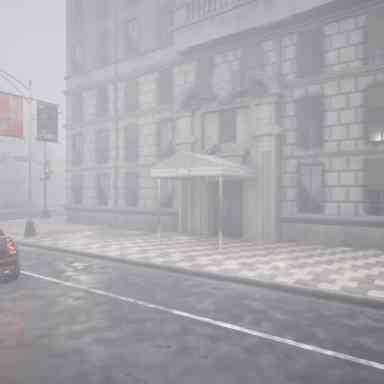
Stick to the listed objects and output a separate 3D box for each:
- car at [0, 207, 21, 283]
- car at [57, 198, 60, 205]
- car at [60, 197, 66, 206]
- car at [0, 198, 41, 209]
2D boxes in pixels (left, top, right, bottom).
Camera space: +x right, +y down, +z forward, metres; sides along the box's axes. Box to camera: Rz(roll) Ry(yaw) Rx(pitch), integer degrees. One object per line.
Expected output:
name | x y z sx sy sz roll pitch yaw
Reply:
car | -6.408 1.352 8.449 4.553 1.767 2.097 0 0 35
car | -18.728 1.221 53.303 2.150 2.045 5.566 0 0 36
car | -16.731 1.478 50.082 1.882 1.535 5.008 0 0 36
car | -21.838 1.564 42.930 1.994 1.385 4.181 0 0 35
